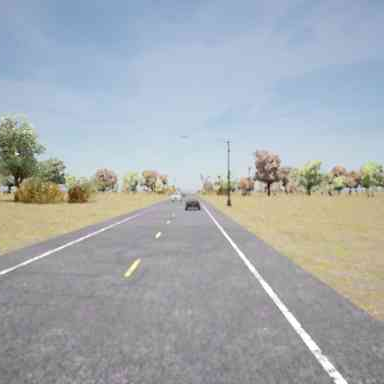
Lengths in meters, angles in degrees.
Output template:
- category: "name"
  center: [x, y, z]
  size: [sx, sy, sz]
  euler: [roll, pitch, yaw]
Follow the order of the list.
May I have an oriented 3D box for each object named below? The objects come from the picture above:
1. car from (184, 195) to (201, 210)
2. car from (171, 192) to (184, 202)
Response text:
- category: "car"
  center: [0.119, 1.453, 42.401]
  size: [1.837, 1.490, 4.892]
  euler: [0, 0, 0]
- category: "car"
  center: [-3.468, 1.131, 73.432]
  size: [2.150, 2.045, 5.566]
  euler: [0, 0, 0]
